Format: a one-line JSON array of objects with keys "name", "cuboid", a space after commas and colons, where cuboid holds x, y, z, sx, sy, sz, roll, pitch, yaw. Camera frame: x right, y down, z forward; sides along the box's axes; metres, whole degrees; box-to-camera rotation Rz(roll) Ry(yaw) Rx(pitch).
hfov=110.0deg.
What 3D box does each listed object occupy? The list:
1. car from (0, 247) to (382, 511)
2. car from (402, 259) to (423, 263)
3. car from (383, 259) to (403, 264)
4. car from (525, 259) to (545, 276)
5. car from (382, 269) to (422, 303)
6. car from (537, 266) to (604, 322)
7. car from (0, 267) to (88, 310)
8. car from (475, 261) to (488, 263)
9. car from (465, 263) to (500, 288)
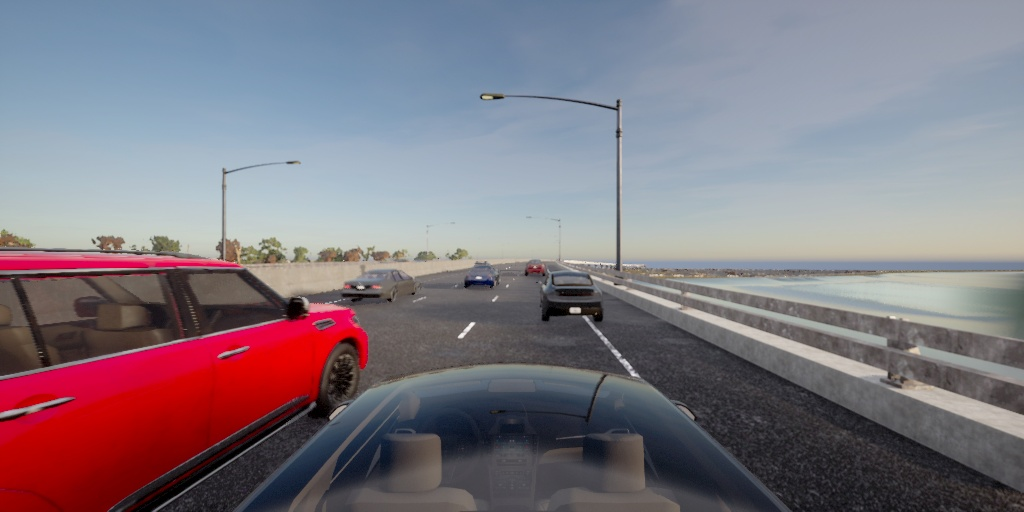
[{"name": "car", "cuboid": [-3.263, 0.974, 2.812, 2.150, 2.045, 5.566, 0, 0, 3]}, {"name": "car", "cuboid": [-14.053, 1.368, 53.244, 1.882, 1.535, 5.008, 0, 0, 5]}, {"name": "car", "cuboid": [-17.408, 1.250, 55.061, 2.097, 1.767, 4.553, 0, 0, 5]}, {"name": "car", "cuboid": [2.537, 1.181, 38.866, 2.097, 1.767, 4.553, 0, 0, 5]}, {"name": "car", "cuboid": [-5.954, 1.331, 17.033, 2.033, 1.411, 5.357, 0, 0, 4]}, {"name": "car", "cuboid": [1.912, 1.275, 12.422, 1.837, 1.490, 4.892, 0, 0, 3]}, {"name": "car", "cuboid": [-20.356, 1.265, 13.844, 1.882, 1.535, 5.008, 0, 0, 3]}, {"name": "car", "cuboid": [-3.858, 1.349, 46.678, 2.128, 1.511, 4.902, 0, 0, 5]}, {"name": "car", "cuboid": [-1.955, 1.362, 24.516, 1.994, 1.385, 4.181, 0, 0, 4]}]
